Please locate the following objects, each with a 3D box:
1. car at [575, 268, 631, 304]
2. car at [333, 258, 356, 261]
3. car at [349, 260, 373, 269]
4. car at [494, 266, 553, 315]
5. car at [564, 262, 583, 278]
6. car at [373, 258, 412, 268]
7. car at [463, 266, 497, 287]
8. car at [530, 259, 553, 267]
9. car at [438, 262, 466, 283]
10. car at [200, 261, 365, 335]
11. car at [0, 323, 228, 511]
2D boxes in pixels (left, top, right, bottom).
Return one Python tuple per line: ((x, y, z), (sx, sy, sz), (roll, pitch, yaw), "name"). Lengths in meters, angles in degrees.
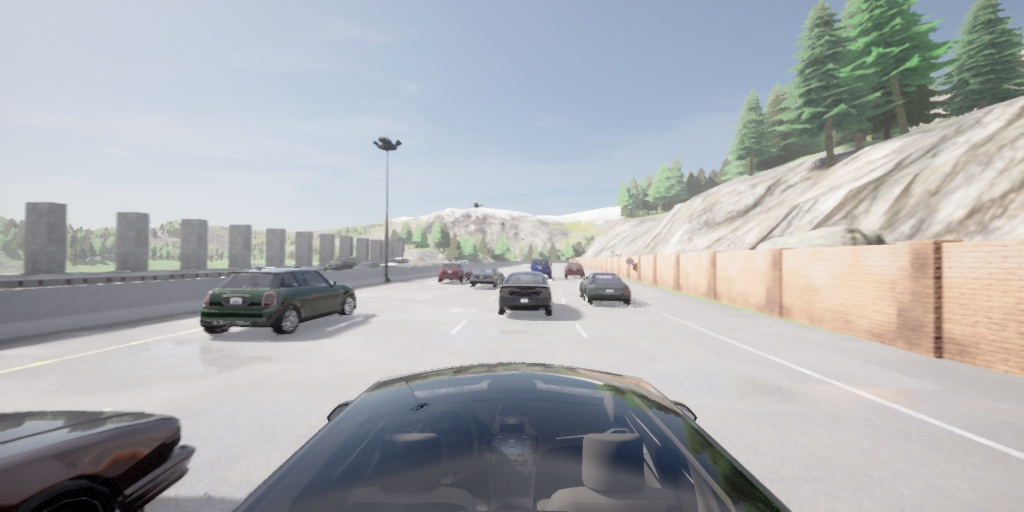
((4.394, 1.486, 17.395), (1.994, 1.385, 4.181), (0, 0, 5), "car")
((-23.696, 1.258, 50.114), (2.150, 2.045, 5.566), (0, 0, 8), "car")
((-17.539, 1.520, 43.512), (1.837, 1.490, 4.892), (0, 0, 8), "car")
((0.596, 1.347, 14.367), (1.882, 1.535, 5.008), (0, 0, 4), "car")
((6.898, 1.495, 40.054), (2.097, 1.767, 4.553), (0, -1, 7), "car")
((-14.027, 1.266, 43.418), (2.150, 2.045, 5.566), (0, -1, 8), "car")
((-1.774, 1.512, 26.479), (2.033, 1.411, 5.357), (0, -1, 6), "car")
((3.113, 1.326, 38.225), (2.150, 2.045, 5.566), (0, 0, 7), "car")
((-4.779, 1.338, 31.011), (2.097, 1.767, 4.553), (0, -1, 6), "car")
((-6.616, 1.142, 10.849), (2.097, 1.767, 4.553), (0, -1, 3), "car")
((-3.429, 1.263, 0.326), (2.033, 1.411, 5.357), (0, -1, 0), "car")
